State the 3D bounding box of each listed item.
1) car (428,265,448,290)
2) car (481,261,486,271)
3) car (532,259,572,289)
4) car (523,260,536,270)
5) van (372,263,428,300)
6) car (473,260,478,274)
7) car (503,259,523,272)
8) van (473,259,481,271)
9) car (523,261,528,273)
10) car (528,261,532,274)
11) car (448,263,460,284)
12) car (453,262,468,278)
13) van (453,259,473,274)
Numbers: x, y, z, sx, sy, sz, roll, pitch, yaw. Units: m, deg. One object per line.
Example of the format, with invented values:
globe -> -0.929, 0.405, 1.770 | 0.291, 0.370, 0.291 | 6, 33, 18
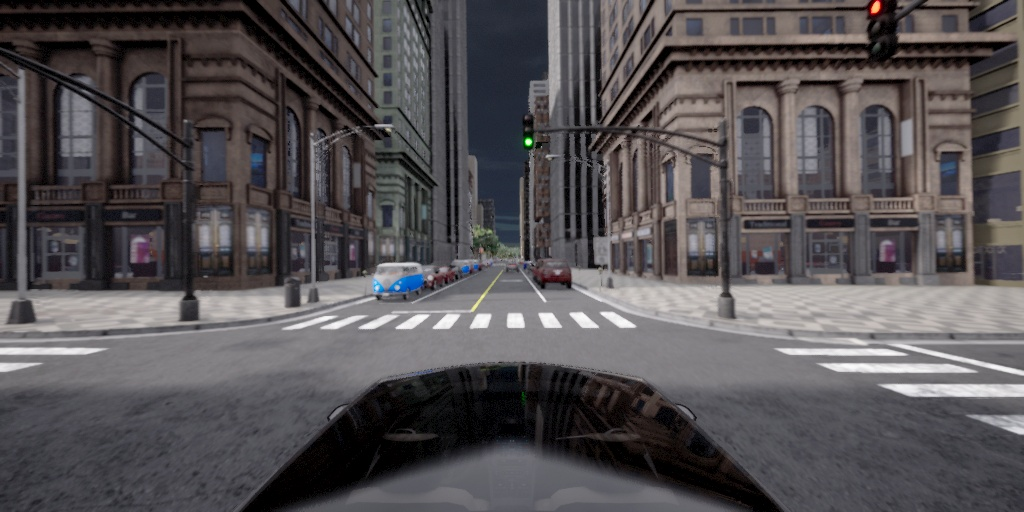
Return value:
car -> -5.768, 1.374, 23.931 | 1.967, 1.591, 4.097 | 0, 0, 0
car -> -5.777, 1.449, 56.578 | 2.192, 1.841, 5.009 | 0, 0, 0
car -> 2.756, 1.134, 23.942 | 2.192, 1.841, 5.009 | 0, 0, 0
car -> 2.974, 1.531, 62.256 | 1.882, 1.535, 5.008 | -1, 0, 0
van -> -5.767, 1.243, 18.490 | 1.690, 1.789, 3.998 | 0, 0, 0
car -> -5.774, 1.612, 45.695 | 1.888, 1.381, 4.507 | 0, 0, 0
car -> 0.076, 1.515, 51.394 | 2.128, 1.511, 4.902 | -1, 0, 0
van -> -5.775, 1.442, 51.136 | 1.690, 1.789, 3.998 | 0, 0, 0
car -> 2.751, 1.503, 45.705 | 2.007, 1.370, 4.403 | 0, 0, 0
car -> 2.755, 1.167, 29.383 | 2.192, 1.841, 5.009 | 0, 0, 0
car -> -5.770, 1.511, 29.371 | 1.888, 1.381, 4.507 | 0, 0, 0
car -> -5.771, 1.565, 34.812 | 1.948, 1.339, 4.313 | 0, 0, 0
van -> -5.773, 1.374, 40.254 | 1.690, 1.789, 3.998 | 0, 0, 0
